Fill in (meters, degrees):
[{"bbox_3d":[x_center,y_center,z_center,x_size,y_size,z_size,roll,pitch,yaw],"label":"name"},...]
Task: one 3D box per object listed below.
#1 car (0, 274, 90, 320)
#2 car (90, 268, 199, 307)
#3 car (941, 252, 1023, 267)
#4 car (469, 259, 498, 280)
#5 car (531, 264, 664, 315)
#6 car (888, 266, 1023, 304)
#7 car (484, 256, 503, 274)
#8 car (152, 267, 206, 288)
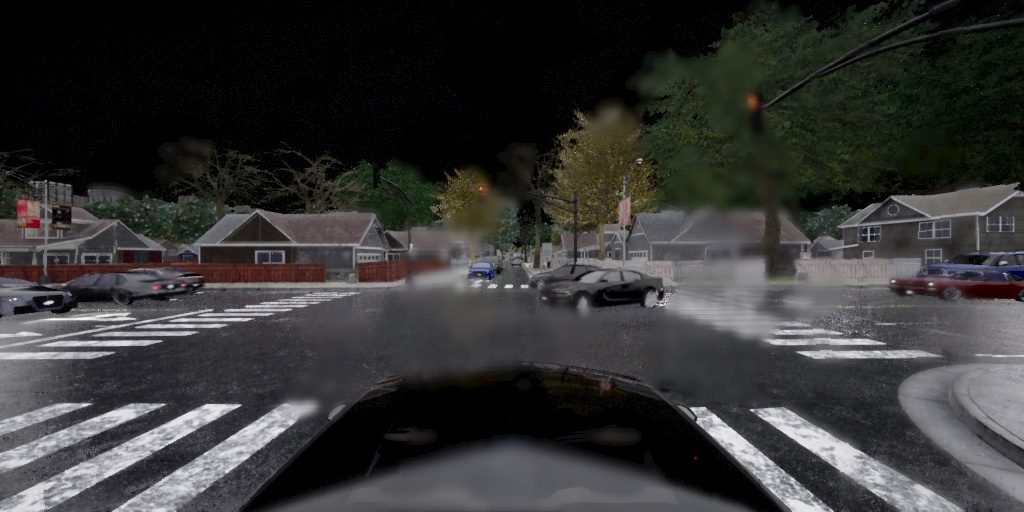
[{"bbox_3d":[-17.596,1.410,12.128,4.181,1.385,1.994,0,0,1],"label":"car"},{"bbox_3d":[-17.270,1.389,15.571,5.357,1.411,2.033,0,0,1],"label":"car"},{"bbox_3d":[24.215,0.816,18.151,5.566,2.045,2.150,-1,0,1],"label":"car"},{"bbox_3d":[-2.589,1.241,31.401,1.882,1.535,5.008,0,0,1],"label":"car"},{"bbox_3d":[3.400,1.200,13.471,5.008,1.535,1.882,0,-1,-25],"label":"car"},{"bbox_3d":[18.919,1.230,14.993,4.718,1.301,1.895,0,0,1],"label":"car"},{"bbox_3d":[-2.394,0.993,41.637,2.150,2.045,5.566,0,0,1],"label":"car"},{"bbox_3d":[-18.998,1.342,18.850,4.902,1.511,2.128,0,0,1],"label":"car"}]
